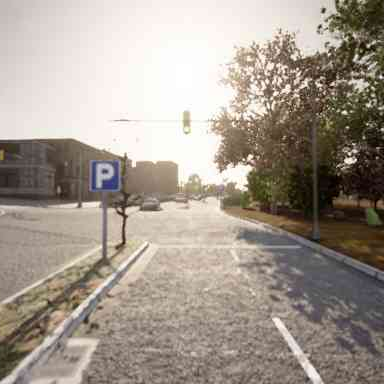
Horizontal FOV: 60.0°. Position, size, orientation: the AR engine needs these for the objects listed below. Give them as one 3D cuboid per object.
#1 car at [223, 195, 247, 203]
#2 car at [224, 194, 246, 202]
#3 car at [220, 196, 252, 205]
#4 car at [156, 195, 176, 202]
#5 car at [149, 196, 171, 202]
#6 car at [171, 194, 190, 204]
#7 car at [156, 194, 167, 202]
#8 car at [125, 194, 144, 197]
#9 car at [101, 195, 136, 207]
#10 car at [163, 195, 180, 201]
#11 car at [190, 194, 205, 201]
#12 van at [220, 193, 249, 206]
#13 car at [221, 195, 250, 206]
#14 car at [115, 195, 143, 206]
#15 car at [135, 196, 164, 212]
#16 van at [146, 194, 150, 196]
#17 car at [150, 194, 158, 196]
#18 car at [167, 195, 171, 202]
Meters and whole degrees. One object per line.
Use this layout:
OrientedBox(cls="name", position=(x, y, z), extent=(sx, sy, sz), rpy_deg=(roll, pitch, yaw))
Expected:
OrientedBox(cls="car", position=(9.234, 1.474, 71.898), extent=(4.553, 1.767, 2.185), rpy_deg=(1, 0, -12))
OrientedBox(cls="car", position=(10.117, 1.499, 77.770), extent=(4.553, 1.767, 2.185), rpy_deg=(1, 0, -11))
OrientedBox(cls="car", position=(8.014, 1.550, 60.187), extent=(5.366, 1.575, 1.946), rpy_deg=(1, 0, -13))
OrientedBox(cls="car", position=(-6.886, 1.735, 87.465), extent=(5.008, 1.535, 2.097), rpy_deg=(-1, 0, -11))
OrientedBox(cls="car", position=(-7.833, 1.708, 81.502), extent=(5.008, 1.535, 2.097), rpy_deg=(-1, -1, -12))
OrientedBox(cls="car", position=(-2.147, 1.469, 65.572), extent=(2.097, 1.767, 4.553), rpy_deg=(0, -1, 7))
OrientedBox(cls="car", position=(-8.687, 1.720, 75.514), extent=(4.674, 1.452, 2.002), rpy_deg=(-1, 0, -12))
OrientedBox(cls="car", position=(-10.972, 1.573, 54.565), extent=(5.366, 1.575, 1.946), rpy_deg=(-1, -1, -15))
OrientedBox(cls="car", position=(-11.608, 1.601, 51.571), extent=(4.792, 1.488, 2.163), rpy_deg=(-1, 0, -15))
OrientedBox(cls="car", position=(-5.862, 1.637, 93.425), extent=(4.553, 1.767, 2.185), rpy_deg=(-1, 0, -10))
OrientedBox(cls="car", position=(1.339, 1.741, 89.618), extent=(2.128, 1.511, 4.902), rpy_deg=(0, 0, 9))
OrientedBox(cls="van", position=(7.112, 1.300, 54.223), extent=(4.442, 1.987, 1.878), rpy_deg=(1, 0, -14))
OrientedBox(cls="car", position=(7.487, 1.413, 57.193), extent=(4.553, 1.767, 2.185), rpy_deg=(1, 0, -14))
OrientedBox(cls="car", position=(-10.887, 1.468, 57.518), extent=(4.553, 1.767, 2.185), rpy_deg=(-1, -1, -14))
OrientedBox(cls="car", position=(-4.710, 1.518, 37.630), extent=(1.837, 1.490, 4.892), rpy_deg=(0, -1, 4))
OrientedBox(cls="van", position=(-10.431, 1.381, 60.560), extent=(4.442, 1.987, 1.878), rpy_deg=(-1, -1, -14))
OrientedBox(cls="car", position=(-9.848, 1.677, 66.527), extent=(4.674, 1.452, 2.002), rpy_deg=(-1, 0, -13))
OrientedBox(cls="car", position=(-8.246, 1.442, 78.523), extent=(5.566, 2.045, 2.435), rpy_deg=(-1, -1, -12))
